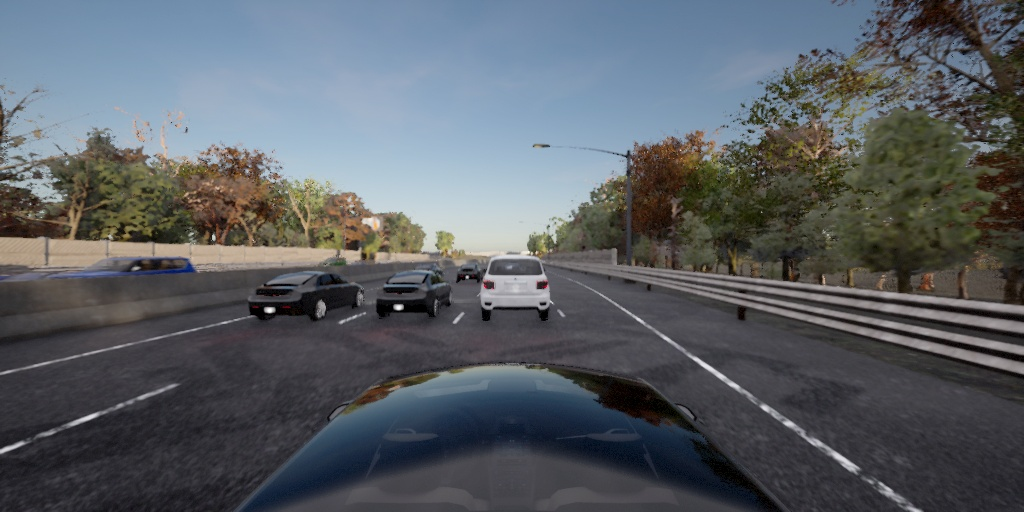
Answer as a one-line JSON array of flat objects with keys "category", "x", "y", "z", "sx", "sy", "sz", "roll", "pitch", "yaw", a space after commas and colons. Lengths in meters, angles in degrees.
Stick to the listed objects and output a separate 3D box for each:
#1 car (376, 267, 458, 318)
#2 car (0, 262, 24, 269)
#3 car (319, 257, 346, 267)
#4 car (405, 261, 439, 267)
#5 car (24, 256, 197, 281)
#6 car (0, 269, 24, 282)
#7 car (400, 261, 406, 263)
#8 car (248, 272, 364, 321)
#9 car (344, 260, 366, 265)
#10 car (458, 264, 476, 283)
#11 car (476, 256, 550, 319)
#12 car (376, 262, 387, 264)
[{"category": "car", "x": -3.401, "y": 1.300, "z": 13.185, "sx": 1.837, "sy": 1.490, "sz": 4.892, "roll": 0, "pitch": 0, "yaw": 0}, {"category": "car", "x": -24.600, "y": 1.161, "z": 16.192, "sx": 2.097, "sy": 1.767, "sz": 4.553, "roll": 0, "pitch": 0, "yaw": 0}, {"category": "car", "x": -28.037, "y": 1.228, "z": 56.505, "sx": 2.150, "sy": 2.045, "sz": 5.566, "roll": 0, "pitch": 0, "yaw": 1}, {"category": "car", "x": -6.902, "y": 1.359, "z": 29.656, "sx": 2.128, "sy": 1.511, "sz": 4.902, "roll": 0, "pitch": 0, "yaw": 0}, {"category": "car", "x": -17.602, "y": 1.032, "z": 16.570, "sx": 2.150, "sy": 2.045, "sz": 5.566, "roll": 0, "pitch": 0, "yaw": 0}, {"category": "car", "x": -21.100, "y": 1.373, "z": 16.138, "sx": 1.994, "sy": 1.385, "sz": 4.181, "roll": 0, "pitch": 0, "yaw": 0}, {"category": "car", "x": -17.543, "y": 1.496, "z": 59.124, "sx": 1.882, "sy": 1.535, "sz": 5.008, "roll": 0, "pitch": 0, "yaw": 1}, {"category": "car", "x": -6.901, "y": 1.298, "z": 12.635, "sx": 1.837, "sy": 1.490, "sz": 4.892, "roll": 0, "pitch": 0, "yaw": 0}, {"category": "car", "x": -24.545, "y": 1.573, "z": 57.443, "sx": 1.994, "sy": 1.385, "sz": 4.181, "roll": 0, "pitch": 0, "yaw": 1}, {"category": "car", "x": -3.402, "y": 1.373, "z": 29.708, "sx": 1.837, "sy": 1.490, "sz": 4.892, "roll": 0, "pitch": 0, "yaw": 0}, {"category": "car", "x": 0.087, "y": 1.016, "z": 13.081, "sx": 2.150, "sy": 2.045, "sz": 5.566, "roll": 0, "pitch": 0, "yaw": 0}, {"category": "car", "x": -21.042, "y": 1.611, "z": 57.484, "sx": 1.895, "sy": 1.301, "sz": 4.718, "roll": 0, "pitch": 0, "yaw": 1}]
